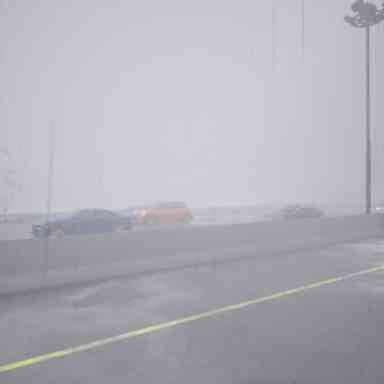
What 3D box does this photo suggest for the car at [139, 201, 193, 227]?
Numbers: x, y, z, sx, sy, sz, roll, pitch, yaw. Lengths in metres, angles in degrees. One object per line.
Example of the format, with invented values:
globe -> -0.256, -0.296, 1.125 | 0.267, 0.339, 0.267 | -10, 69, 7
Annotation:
car -> -2.207, 1.466, 23.864 | 4.553, 1.767, 2.097 | 0, 0, -35

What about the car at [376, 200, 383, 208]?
car -> 30.098, 1.733, 50.997 | 4.181, 1.385, 1.994 | 0, 0, -35

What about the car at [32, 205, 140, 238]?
car -> -5.537, 1.569, 17.216 | 5.008, 1.535, 1.882 | 0, -1, -35

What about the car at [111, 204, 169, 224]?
car -> -4.129, 1.695, 26.790 | 4.181, 1.385, 1.994 | 0, 0, -35

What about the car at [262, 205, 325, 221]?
car -> 6.601, 1.577, 21.529 | 4.902, 1.511, 2.128 | 0, 0, -35
